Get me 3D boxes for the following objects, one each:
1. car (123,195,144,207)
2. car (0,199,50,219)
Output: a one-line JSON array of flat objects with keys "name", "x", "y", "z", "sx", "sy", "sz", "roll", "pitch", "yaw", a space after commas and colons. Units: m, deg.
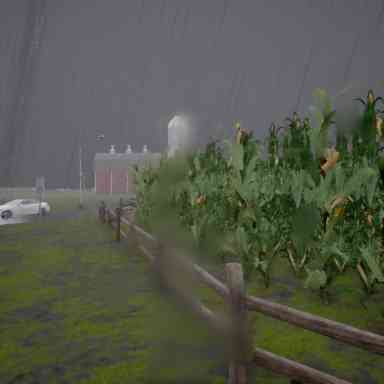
[{"name": "car", "x": -6.370, "y": 1.069, "z": 39.279, "sx": 1.994, "sy": 1.385, "sz": 4.181, "roll": -1, "pitch": 1, "yaw": 27}, {"name": "car", "x": -13.663, "y": 1.283, "z": 26.490, "sx": 1.812, "sy": 1.442, "sz": 4.674, "roll": -1, "pitch": 1, "yaw": 31}]
